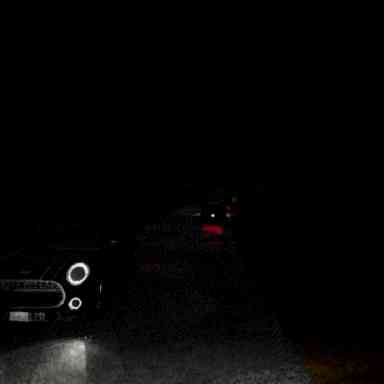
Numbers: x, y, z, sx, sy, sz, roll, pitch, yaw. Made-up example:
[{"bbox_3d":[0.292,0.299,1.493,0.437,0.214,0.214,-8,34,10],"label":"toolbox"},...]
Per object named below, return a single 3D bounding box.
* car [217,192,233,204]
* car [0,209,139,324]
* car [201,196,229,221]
[{"bbox_3d":[4.201,0.686,42.696,2.128,1.511,4.902,1,3,10],"label":"car"},{"bbox_3d":[-2.597,1.335,7.404,2.097,1.767,4.553,0,0,2],"label":"car"},{"bbox_3d":[1.703,1.323,25.433,1.837,1.490,4.892,0,1,6],"label":"car"}]
